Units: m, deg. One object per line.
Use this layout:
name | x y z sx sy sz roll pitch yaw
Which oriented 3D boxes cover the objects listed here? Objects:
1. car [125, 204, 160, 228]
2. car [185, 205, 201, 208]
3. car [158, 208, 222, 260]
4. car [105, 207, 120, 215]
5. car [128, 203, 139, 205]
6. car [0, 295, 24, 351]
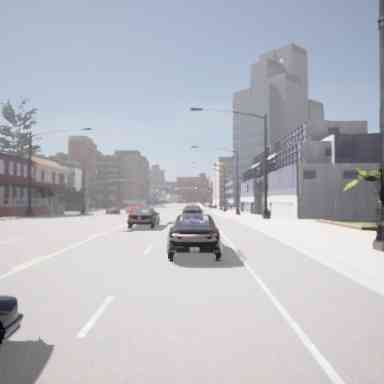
car | -3.433 1.817 24.193 2.033 1.411 5.357 0 -1 0
car | 0.059 1.929 29.582 1.837 1.490 4.892 0 -2 0
car | 0.082 1.578 12.718 2.128 1.511 4.902 0 0 0
car | -14.089 3.336 59.508 1.812 1.442 4.674 0 -3 0
car | -10.584 3.041 60.038 2.150 2.045 5.566 0 -3 0
car | -3.410 1.565 2.452 2.033 1.411 5.357 0 0 0
